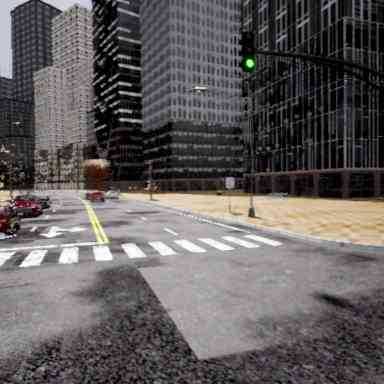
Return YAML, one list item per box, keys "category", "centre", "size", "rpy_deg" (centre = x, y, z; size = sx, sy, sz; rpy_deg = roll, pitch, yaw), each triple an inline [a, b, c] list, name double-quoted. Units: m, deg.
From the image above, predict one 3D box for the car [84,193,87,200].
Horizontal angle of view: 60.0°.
- category: "car"
  centre: [-17.448, 0.540, 57.596]
  size: [2.128, 1.511, 4.902]
  rpy_deg: [-2, 1, -22]

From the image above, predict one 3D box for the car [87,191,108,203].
- category: "car"
  centre: [-13.720, 0.722, 48.118]
  size: [1.812, 1.442, 4.674]
  rpy_deg: [-1, 1, -21]

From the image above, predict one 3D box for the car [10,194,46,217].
- category: "car"
  centre: [-13.265, 1.011, 26.495]
  size: [2.097, 1.767, 4.553]
  rpy_deg: [-1, 1, -19]

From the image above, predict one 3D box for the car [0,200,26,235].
- category: "car"
  centre: [-9.981, 1.373, 16.791]
  size: [1.994, 1.385, 4.181]
  rpy_deg: [-1, 1, -19]

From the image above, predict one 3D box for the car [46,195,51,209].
- category: "car"
  centre: [-16.556, 0.997, 36.246]
  size: [2.128, 1.511, 4.902]
  rpy_deg: [-1, 1, -19]

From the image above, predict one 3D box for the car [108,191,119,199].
- category: "car"
  centre: [-14.053, 0.508, 57.861]
  size: [1.812, 1.442, 4.674]
  rpy_deg: [-2, 1, -22]
